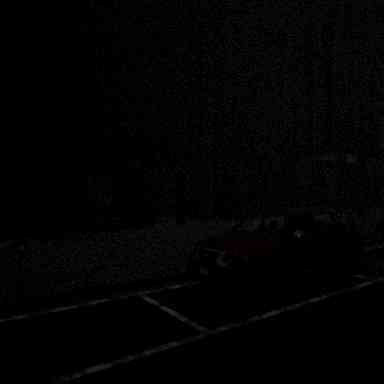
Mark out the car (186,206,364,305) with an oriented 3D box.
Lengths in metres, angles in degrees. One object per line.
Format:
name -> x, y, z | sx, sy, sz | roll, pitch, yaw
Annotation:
car -> 2.282, 1.315, 8.274 | 5.009, 1.841, 2.192 | 0, 0, -35
